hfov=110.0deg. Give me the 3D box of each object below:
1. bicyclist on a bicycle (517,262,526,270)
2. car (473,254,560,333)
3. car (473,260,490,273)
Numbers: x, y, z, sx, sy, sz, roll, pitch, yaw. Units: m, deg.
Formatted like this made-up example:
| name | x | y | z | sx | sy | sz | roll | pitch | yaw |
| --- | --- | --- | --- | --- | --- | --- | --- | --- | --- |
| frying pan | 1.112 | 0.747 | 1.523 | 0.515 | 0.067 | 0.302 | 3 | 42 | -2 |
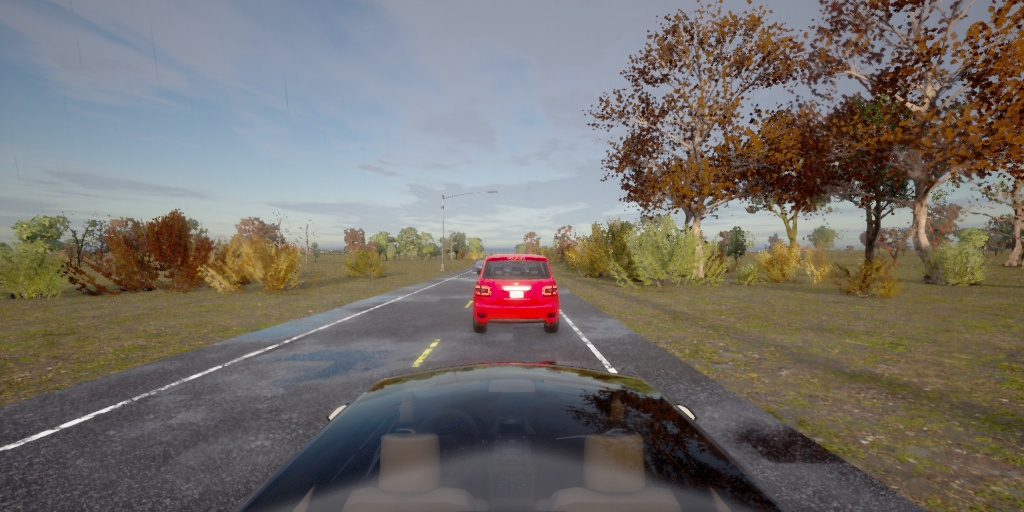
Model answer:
| name | x | y | z | sx | sy | sz | roll | pitch | yaw |
| --- | --- | --- | --- | --- | --- | --- | --- | --- | --- |
| bicyclist on a bicycle | 0.877 | 1.110 | 30.020 | 0.659 | 1.776 | 1.843 | 0 | 0 | 0 |
| car | 0.084 | 0.968 | 10.842 | 2.150 | 2.045 | 5.566 | 0 | 0 | -1 |
| car | -3.803 | 1.261 | 45.368 | 1.812 | 1.442 | 4.674 | 0 | 0 | 0 |
